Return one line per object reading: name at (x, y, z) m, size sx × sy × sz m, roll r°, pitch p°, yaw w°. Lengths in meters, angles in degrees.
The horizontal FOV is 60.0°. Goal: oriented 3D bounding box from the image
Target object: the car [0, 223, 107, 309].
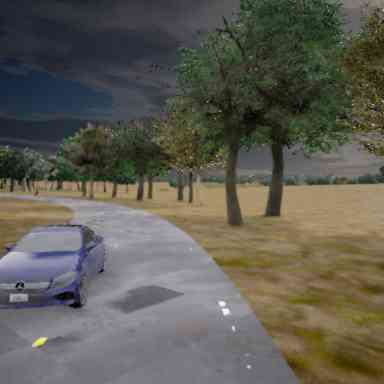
car at (-3.179, 1.530, 7.919) m, size 1.812 × 1.442 × 4.674 m, roll 0°, pitch 0°, yaw -7°
